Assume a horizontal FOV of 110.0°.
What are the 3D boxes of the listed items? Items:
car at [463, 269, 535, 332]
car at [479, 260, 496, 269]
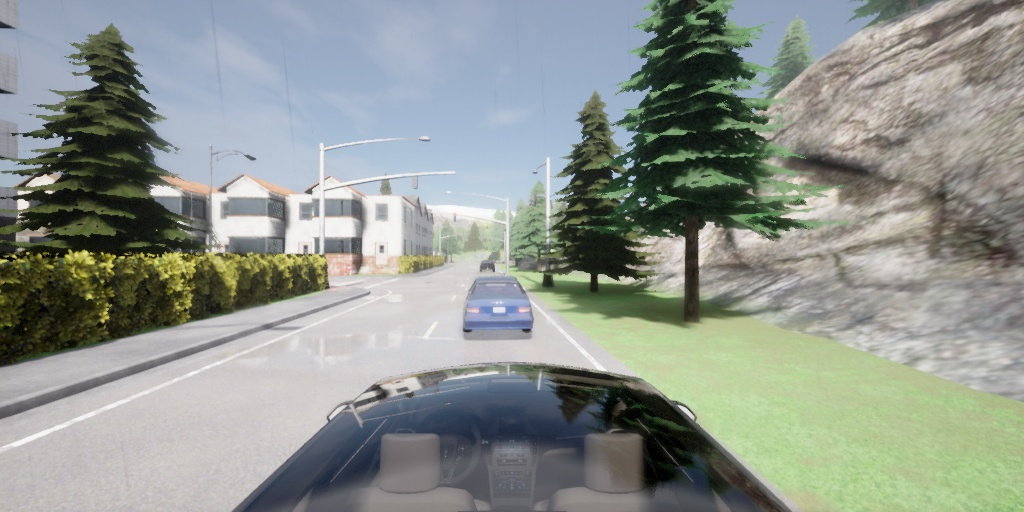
[{"bbox_3d":[-0.478,1.295,10.802,2.033,1.411,5.357,0,0,-4],"label":"car"},{"bbox_3d":[-3.100,1.243,45.208,1.837,1.490,4.892,0,0,-4],"label":"car"}]
